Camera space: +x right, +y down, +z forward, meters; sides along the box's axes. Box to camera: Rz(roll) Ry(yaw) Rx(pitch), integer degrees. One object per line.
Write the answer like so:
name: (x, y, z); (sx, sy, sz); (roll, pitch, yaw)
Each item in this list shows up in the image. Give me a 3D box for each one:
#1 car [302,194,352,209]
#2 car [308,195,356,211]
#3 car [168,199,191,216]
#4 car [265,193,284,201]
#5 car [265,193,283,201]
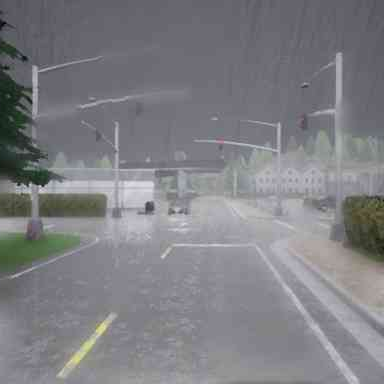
car: (15.920, 1.328, 39.888); (5.027, 1.636, 2.152); (0, 0, 4)
car: (15.748, 1.337, 36.755); (4.514, 1.523, 2.007); (0, 0, 4)
car: (-1.157, 1.436, 32.299); (2.128, 1.511, 4.902); (0, 0, 4)
car: (19.155, 1.075, 77.334); (3.866, 1.878, 1.905); (0, 0, 4)
car: (18.308, 1.359, 74.062); (3.806, 1.475, 1.970); (0, 0, 4)
